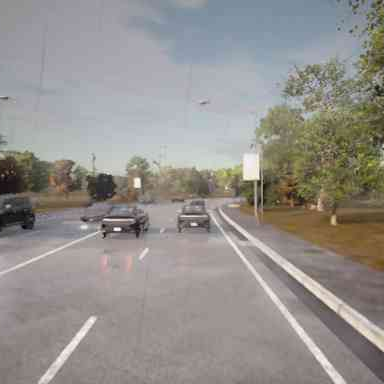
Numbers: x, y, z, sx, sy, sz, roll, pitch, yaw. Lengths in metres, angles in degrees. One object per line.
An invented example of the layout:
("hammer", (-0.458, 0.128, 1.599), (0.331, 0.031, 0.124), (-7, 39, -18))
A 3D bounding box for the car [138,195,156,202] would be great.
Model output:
("car", (-7.961, 1.341, 59.105), (2.097, 1.767, 4.553), (0, 0, 9))

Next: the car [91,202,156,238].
("car", (-3.390, 1.490, 17.587), (2.128, 1.511, 4.902), (0, 0, 0))

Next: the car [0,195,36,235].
("car", (-10.581, 1.219, 18.039), (2.150, 2.045, 5.566), (0, 0, 0))

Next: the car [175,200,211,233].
("car", (0.123, 1.489, 19.888), (2.128, 1.511, 4.902), (0, 0, 0))

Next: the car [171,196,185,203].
("car", (-2.859, 1.552, 67.331), (1.895, 1.301, 4.718), (0, 0, 12))

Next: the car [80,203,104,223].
("car", (-7.009, 1.545, 25.951), (2.033, 1.411, 5.357), (0, 0, 1))

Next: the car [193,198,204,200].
("car", (0.850, 1.503, 41.967), (1.837, 1.490, 4.892), (0, 0, 4))
